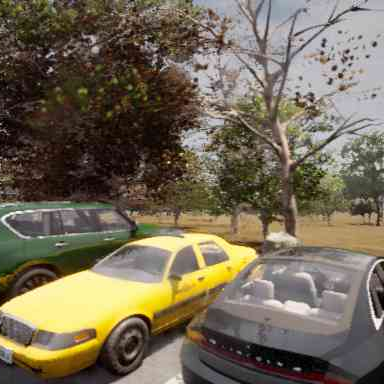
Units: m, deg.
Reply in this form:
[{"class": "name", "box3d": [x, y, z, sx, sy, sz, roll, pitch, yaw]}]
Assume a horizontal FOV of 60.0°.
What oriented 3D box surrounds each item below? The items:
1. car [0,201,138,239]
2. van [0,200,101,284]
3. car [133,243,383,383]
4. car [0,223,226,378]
[{"class": "car", "box3d": [-2.690, 1.242, 7.713, 2.435, 2.045, 5.566, -1, 0, 36]}, {"class": "van", "box3d": [-4.993, 1.287, 9.465, 1.878, 1.987, 4.442, -1, 0, 35]}, {"class": "car", "box3d": [1.798, 1.482, 4.471, 2.231, 1.521, 4.892, 0, 0, 36]}, {"class": "car", "box3d": [-0.559, 1.482, 5.932, 1.946, 1.575, 5.366, 0, 0, 35]}]
